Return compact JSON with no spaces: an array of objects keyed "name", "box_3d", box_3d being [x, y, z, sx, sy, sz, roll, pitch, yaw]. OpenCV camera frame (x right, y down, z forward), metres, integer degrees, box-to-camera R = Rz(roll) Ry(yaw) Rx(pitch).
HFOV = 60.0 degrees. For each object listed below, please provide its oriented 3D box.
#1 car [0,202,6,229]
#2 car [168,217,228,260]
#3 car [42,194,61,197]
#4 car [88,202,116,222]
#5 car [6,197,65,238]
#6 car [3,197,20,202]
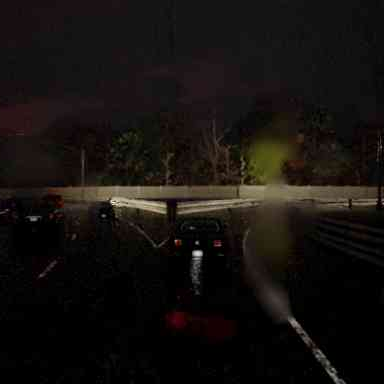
[{"name":"car","box_3d":[-12.871,1.551,21.316,1.994,1.385,4.181,0,0,-18]},{"name":"car","box_3d":[0.379,1.593,12.429,1.895,1.301,4.718,0,0,5]},{"name":"car","box_3d":[-15.289,1.201,35.991,2.150,2.045,5.566,0,0,-27]},{"name":"car","box_3d":[-7.073,1.510,25.938,1.812,1.442,4.674,0,0,-20]},{"name":"car","box_3d":[-8.169,1.340,17.992,2.097,1.767,4.553,0,0,-16]},{"name":"car","box_3d":[-19.358,1.331,36.163,2.097,1.767,4.553,0,0,-27]}]
